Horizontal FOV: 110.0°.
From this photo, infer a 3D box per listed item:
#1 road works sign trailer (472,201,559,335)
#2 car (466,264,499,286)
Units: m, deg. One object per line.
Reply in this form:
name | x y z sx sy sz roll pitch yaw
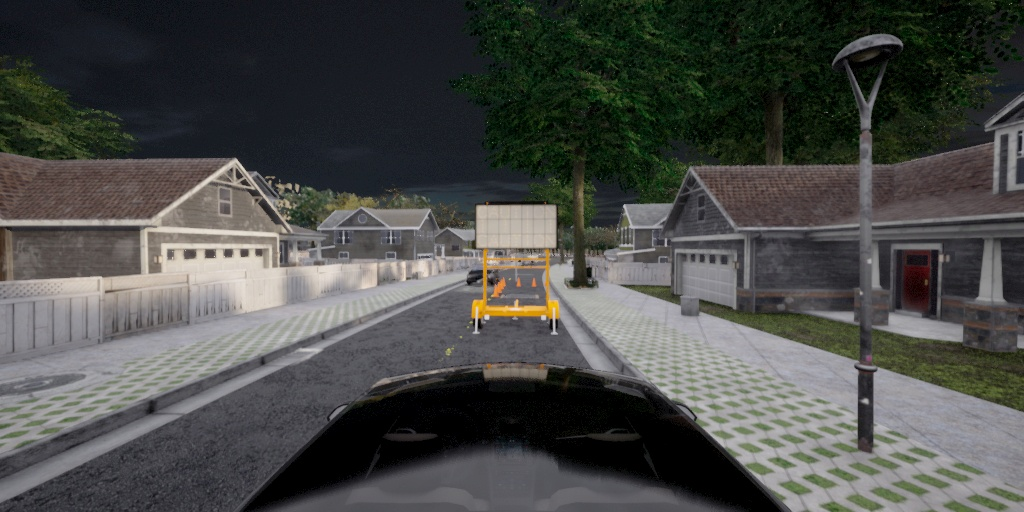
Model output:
road works sign trailer | 0.128 0.211 10.555 2.380 3.560 2.880 0 0 2
car | -1.980 1.285 25.796 2.033 1.411 5.357 0 0 4
